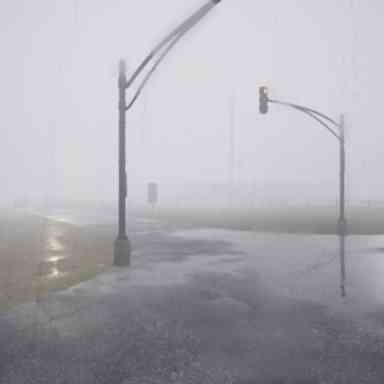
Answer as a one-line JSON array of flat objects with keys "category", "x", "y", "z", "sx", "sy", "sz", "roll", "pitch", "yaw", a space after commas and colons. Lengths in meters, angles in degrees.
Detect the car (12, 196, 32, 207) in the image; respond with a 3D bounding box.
[{"category": "car", "x": -26.097, "y": 1.416, "z": 51.038, "sx": 2.097, "sy": 1.767, "sz": 4.553, "roll": 0, "pitch": 0, "yaw": -36}]
